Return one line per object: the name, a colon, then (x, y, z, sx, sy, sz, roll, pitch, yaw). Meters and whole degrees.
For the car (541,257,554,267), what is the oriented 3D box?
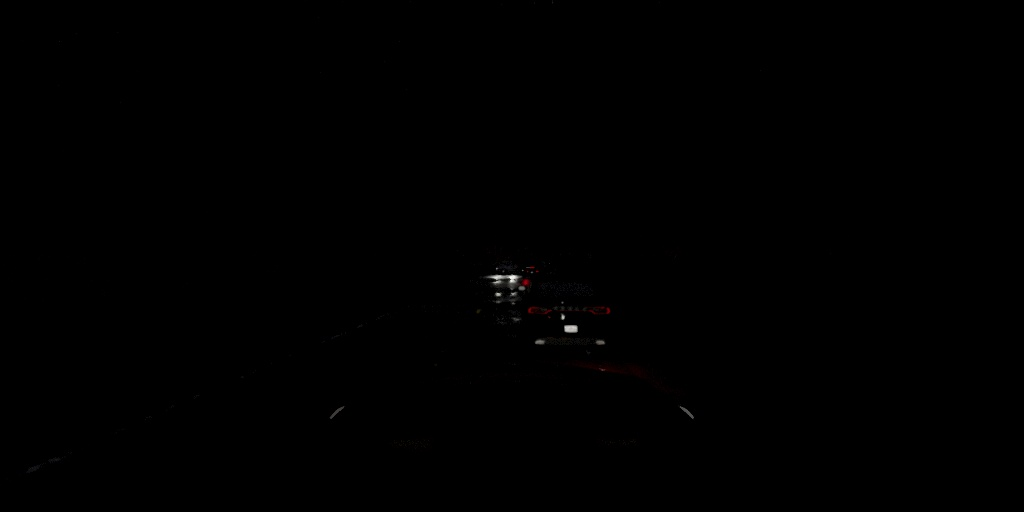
car: (3.970, 1.240, 47.269, 2.033, 1.411, 5.357, 0, 0, 11)

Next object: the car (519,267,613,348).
car: (1.199, 1.222, 9.257, 1.882, 1.535, 5.008, 0, 0, 2)

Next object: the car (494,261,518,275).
car: (-0.537, 1.238, 37.768, 1.812, 1.442, 4.674, 0, 0, 8)

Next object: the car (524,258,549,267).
car: (2.079, 1.207, 33.666, 2.128, 1.511, 4.902, 0, 0, 8)
